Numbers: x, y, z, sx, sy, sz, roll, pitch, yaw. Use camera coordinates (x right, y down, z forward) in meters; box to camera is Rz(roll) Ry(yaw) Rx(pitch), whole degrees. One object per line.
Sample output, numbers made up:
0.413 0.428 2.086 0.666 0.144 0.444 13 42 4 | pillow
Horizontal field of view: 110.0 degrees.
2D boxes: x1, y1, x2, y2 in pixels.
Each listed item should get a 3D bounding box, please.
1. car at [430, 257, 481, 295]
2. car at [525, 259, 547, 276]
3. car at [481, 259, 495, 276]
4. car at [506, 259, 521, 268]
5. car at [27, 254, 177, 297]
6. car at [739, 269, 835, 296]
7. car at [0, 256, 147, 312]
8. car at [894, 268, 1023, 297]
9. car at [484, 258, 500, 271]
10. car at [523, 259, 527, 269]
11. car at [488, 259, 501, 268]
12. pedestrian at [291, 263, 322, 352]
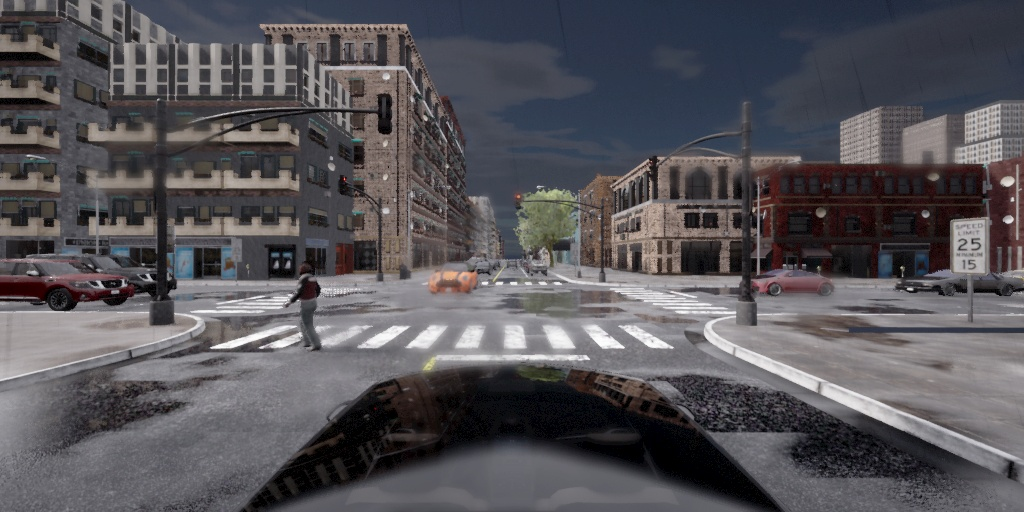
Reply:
-3.100 1.110 19.812 2.097 1.767 4.553 0 0 0 | car
2.693 1.330 37.038 2.007 1.370 4.403 0 0 0 | car
-3.095 1.287 37.537 1.837 1.490 4.892 0 -1 0 | car
0.005 1.319 63.395 2.128 1.511 4.902 0 0 0 | car
-18.309 0.917 15.901 5.566 2.045 2.150 0 0 0 | car
14.720 1.387 19.335 4.181 1.385 1.994 0 0 0 | car
-17.276 1.013 13.321 5.009 1.841 2.192 0 0 0 | car
24.201 1.413 19.402 5.357 1.411 2.033 0 0 0 | car
-3.090 1.308 50.261 1.837 1.490 4.892 0 -1 0 | car
2.694 1.228 42.735 1.967 1.591 4.097 0 0 0 | car
-3.044 1.318 63.281 2.128 1.511 4.902 0 0 1 | car
-4.259 1.044 7.498 0.375 1.860 0.375 0 0 0 | pedestrian
